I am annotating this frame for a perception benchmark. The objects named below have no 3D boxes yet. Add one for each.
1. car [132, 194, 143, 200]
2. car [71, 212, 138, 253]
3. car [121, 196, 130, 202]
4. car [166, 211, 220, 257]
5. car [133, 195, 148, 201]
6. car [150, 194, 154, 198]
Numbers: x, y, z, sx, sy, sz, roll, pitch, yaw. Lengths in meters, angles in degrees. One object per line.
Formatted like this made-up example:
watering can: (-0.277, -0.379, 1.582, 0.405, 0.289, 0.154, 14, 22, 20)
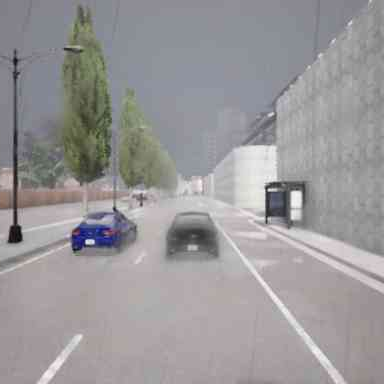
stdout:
car: (-15.023, 1.409, 92.124, 2.033, 1.411, 5.357, 0, 0, 0)
car: (-3.453, 1.528, 13.628, 1.812, 1.442, 4.674, 0, 0, 0)
car: (-15.019, 1.489, 76.259, 1.895, 1.301, 4.718, 0, 0, 0)
car: (0.042, 1.508, 12.964, 1.837, 1.490, 4.892, 0, 0, 1)
car: (-11.519, 1.446, 76.290, 1.994, 1.385, 4.181, 0, 0, 0)
car: (-11.523, 1.394, 92.125, 1.812, 1.442, 4.674, 0, 0, 0)
